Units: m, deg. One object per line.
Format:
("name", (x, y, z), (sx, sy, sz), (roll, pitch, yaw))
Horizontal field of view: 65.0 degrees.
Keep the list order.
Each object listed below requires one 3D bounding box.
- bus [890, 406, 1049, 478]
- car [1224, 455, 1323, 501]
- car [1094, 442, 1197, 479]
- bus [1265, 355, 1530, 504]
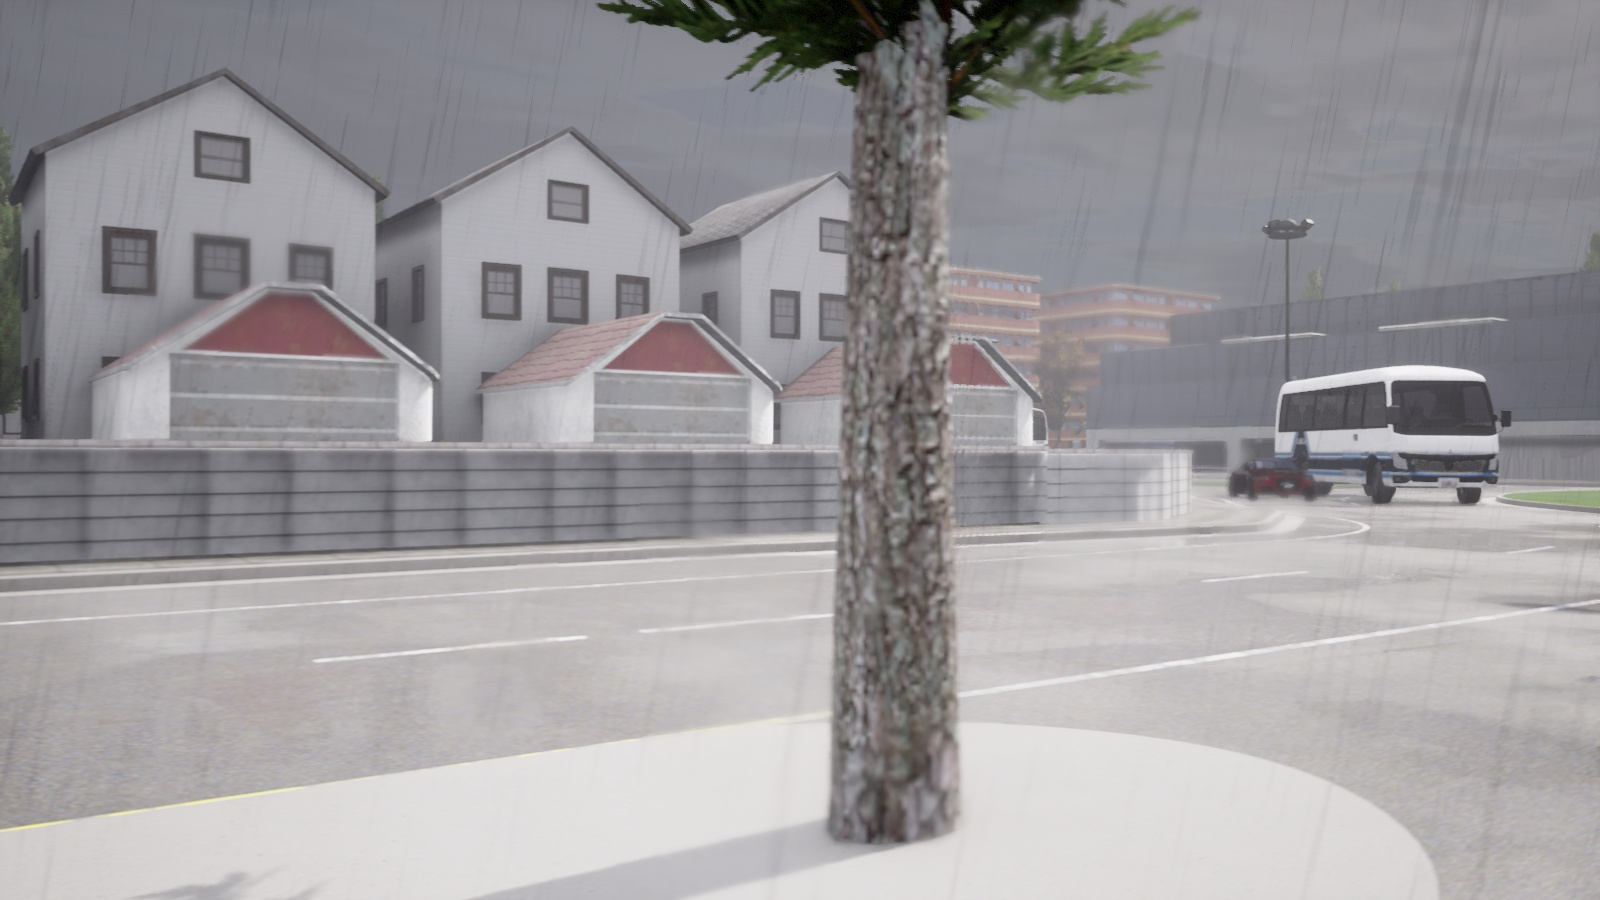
("bus", (10.536, -0.459, 79.416), (3.944, 4.253, 10.273), (0, 0, -36))
("car", (15.354, 0.877, 40.946), (1.994, 1.385, 4.181), (0, 0, 6))
("car", (19.881, 0.600, 72.544), (2.150, 2.045, 5.566), (0, 0, -37))
("bus", (19.028, -0.571, 41.125), (3.944, 4.253, 10.273), (0, 0, 1))
